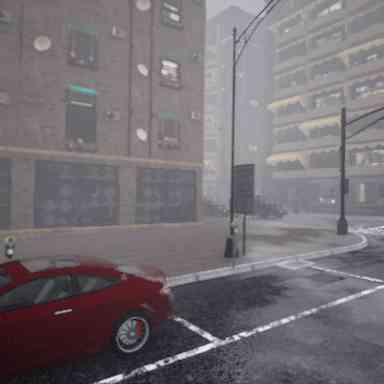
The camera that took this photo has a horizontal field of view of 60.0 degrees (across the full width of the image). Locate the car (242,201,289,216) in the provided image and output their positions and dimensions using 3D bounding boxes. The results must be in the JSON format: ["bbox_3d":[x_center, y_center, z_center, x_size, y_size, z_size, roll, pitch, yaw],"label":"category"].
[{"bbox_3d":[7.662,1.658,35.095,1.752,1.417,4.829,1,-1,-35],"label":"car"}]

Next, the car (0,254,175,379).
[{"bbox_3d":[-2.206,1.582,4.508,4.206,1.307,1.802,0,1,-36],"label":"car"}]

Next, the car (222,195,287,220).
[{"bbox_3d":[5.507,1.234,28.797,2.150,2.045,5.566,1,-1,-35],"label":"car"}]

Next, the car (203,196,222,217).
[{"bbox_3d":[1.344,1.291,30.390,2.192,1.841,5.009,1,-1,-35],"label":"car"}]
